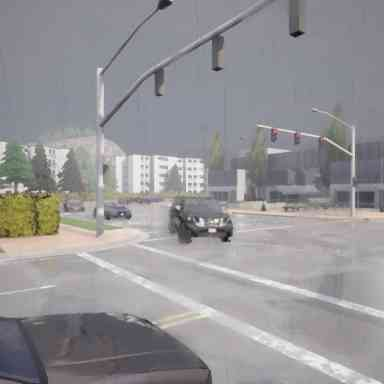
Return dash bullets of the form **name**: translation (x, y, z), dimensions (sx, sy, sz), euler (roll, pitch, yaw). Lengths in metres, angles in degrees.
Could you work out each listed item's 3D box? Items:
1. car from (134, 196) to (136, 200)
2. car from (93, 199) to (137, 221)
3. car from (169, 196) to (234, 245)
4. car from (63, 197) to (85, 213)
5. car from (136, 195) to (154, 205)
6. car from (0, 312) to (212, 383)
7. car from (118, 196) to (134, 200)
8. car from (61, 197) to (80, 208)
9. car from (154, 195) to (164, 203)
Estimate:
- **car**: translation (-11.381, 1.477, 68.885), dimensions (1.882, 1.535, 5.008), euler (0, 0, 14)
- **car**: translation (-6.609, 1.562, 27.434), dimensions (1.994, 1.385, 4.181), euler (0, 0, -37)
- **car**: translation (0.253, 1.223, 16.185), dimensions (2.150, 2.045, 5.566), euler (1, 0, -12)
- **car**: translation (-13.388, 1.525, 37.551), dimensions (1.812, 1.442, 4.674), euler (0, 0, -27)
- **car**: translation (-8.632, 1.505, 61.169), dimensions (1.837, 1.490, 4.892), euler (0, 0, -1)
- **car**: translation (-2.361, 1.547, 2.080), dimensions (5.357, 1.411, 2.033), euler (0, 0, -35)
- **car**: translation (-12.061, 1.492, 58.853), dimensions (2.128, 1.511, 4.902), euler (0, 0, -4)
- **car**: translation (-17.800, 1.492, 48.935), dimensions (2.128, 1.511, 4.902), euler (0, 0, -13)
- **car**: translation (-7.538, 1.354, 70.934), dimensions (2.097, 1.767, 4.553), euler (0, 0, 17)
